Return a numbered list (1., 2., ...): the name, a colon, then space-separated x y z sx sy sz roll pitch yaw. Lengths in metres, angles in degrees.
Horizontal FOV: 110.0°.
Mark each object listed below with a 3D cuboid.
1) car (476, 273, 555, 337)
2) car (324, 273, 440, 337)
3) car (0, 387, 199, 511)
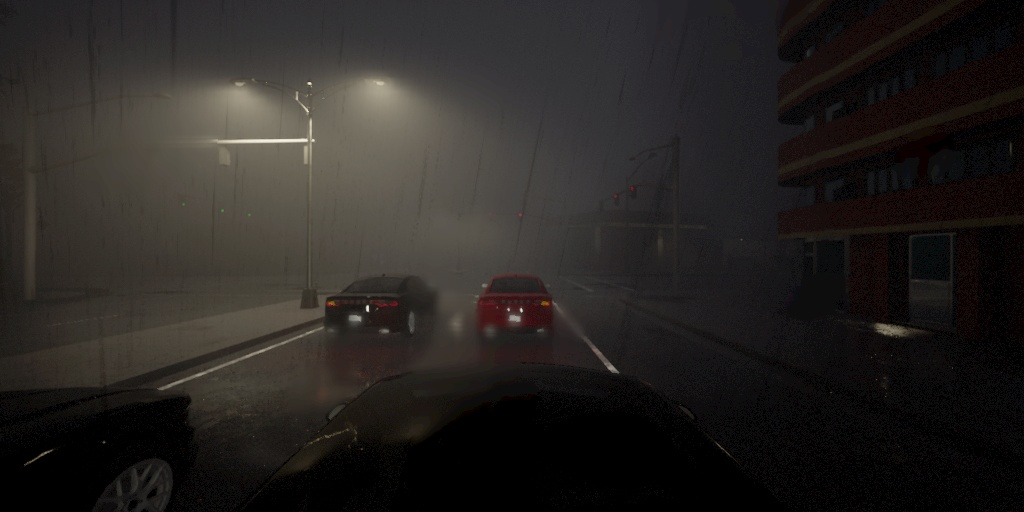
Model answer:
1. car: 0.109 1.233 10.341 1.882 1.535 5.008 0 0 1
2. car: -3.396 1.233 10.327 1.882 1.535 5.008 0 0 0
3. car: -3.408 1.227 0.753 1.882 1.535 5.008 0 0 0
